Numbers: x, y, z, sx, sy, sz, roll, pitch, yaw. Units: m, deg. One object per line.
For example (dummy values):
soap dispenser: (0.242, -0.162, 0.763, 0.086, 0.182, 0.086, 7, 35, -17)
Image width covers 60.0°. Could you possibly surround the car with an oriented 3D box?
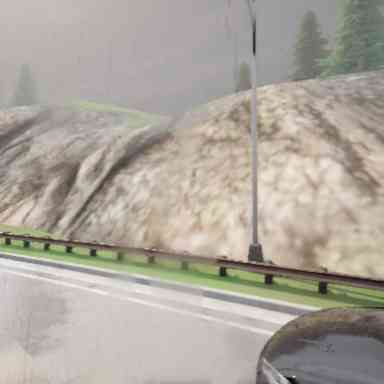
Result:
car: (2.774, 1.459, 1.974, 4.902, 1.511, 2.128, 0, 0, 36)
